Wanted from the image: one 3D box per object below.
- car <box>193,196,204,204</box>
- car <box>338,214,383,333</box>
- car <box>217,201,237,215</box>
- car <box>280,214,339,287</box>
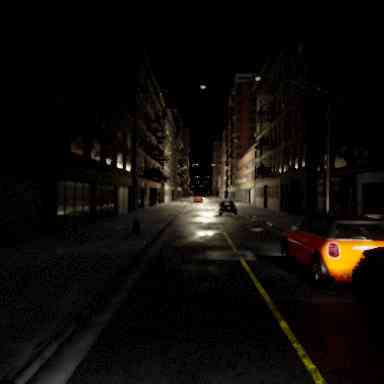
[{"bbox_3d":[1.218,1.591,65.479,1.882,1.535,5.008,1,0,1],"label":"car"},{"bbox_3d":[3.942,1.272,3.712,2.150,2.045,5.566,1,0,1],"label":"car"},{"bbox_3d":[3.693,1.635,35.154,2.033,1.411,5.357,1,0,2],"label":"car"},{"bbox_3d":[4.053,1.406,9.650,2.097,1.767,4.553,1,0,1],"label":"car"}]
